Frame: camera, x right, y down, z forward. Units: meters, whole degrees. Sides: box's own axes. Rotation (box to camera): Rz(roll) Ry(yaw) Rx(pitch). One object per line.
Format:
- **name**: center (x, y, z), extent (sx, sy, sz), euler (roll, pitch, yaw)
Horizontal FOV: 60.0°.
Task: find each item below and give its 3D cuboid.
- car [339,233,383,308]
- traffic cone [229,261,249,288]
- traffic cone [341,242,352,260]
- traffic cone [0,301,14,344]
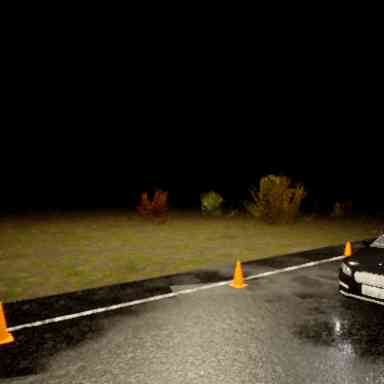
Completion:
- **car**: center (5.124, 1.469, 7.256), extent (4.902, 1.511, 2.128), euler (0, 0, -36)
- **traffic cone**: center (1.118, 1.942, 7.957), extent (0.340, 0.580, 0.340), euler (0, 0, -36)
- **traffic cone**: center (5.128, 1.928, 10.906), extent (0.340, 0.580, 0.340), euler (0, 0, -37)
- **traffic cone**: center (-2.915, 1.955, 5.041), extent (0.340, 0.580, 0.340), euler (0, 0, -36)
